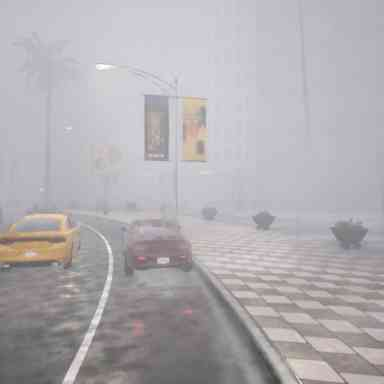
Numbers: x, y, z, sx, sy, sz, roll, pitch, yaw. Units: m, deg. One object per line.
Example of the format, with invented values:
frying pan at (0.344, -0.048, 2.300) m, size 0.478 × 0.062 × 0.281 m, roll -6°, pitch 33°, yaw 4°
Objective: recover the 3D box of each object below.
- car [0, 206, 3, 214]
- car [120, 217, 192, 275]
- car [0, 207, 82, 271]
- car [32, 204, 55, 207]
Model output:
car at (-15.499, 1.490, 25.059) m, size 1.837 × 1.490 × 4.892 m, roll 1°, pitch 0°, yaw -37°
car at (-1.227, 1.524, 10.446) m, size 1.812 × 1.442 × 4.674 m, roll 0°, pitch 0°, yaw -13°
car at (-4.817, 1.473, 11.060) m, size 1.882 × 1.535 × 5.008 m, roll 0°, pitch 0°, yaw -14°
car at (-11.467, 1.590, 25.517) m, size 1.895 × 1.301 × 4.718 m, roll 0°, pitch 0°, yaw -35°
